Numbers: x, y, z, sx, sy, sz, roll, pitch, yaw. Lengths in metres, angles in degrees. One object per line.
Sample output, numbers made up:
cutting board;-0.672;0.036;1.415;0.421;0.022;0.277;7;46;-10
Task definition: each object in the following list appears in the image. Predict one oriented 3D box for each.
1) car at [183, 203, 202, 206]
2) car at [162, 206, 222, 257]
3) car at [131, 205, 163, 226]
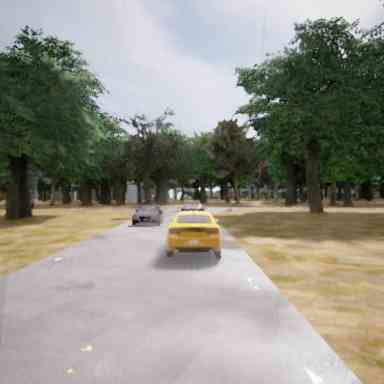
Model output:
car;0.060;1.572;25.652;2.128;1.511;4.902;0;0;0
car;0.073;1.496;13.096;1.882;1.535;5.008;0;-1;0
car;-3.074;1.634;23.888;1.994;1.385;4.181;0;0;0
